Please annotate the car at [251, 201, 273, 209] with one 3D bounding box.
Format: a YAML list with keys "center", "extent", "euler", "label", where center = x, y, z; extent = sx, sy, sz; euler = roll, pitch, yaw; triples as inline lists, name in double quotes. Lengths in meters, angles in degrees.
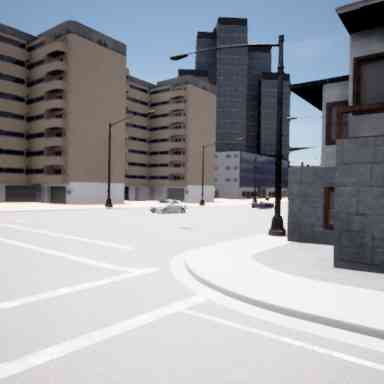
- center: [11.277, 2.072, 53.390]
  extent: [1.895, 1.301, 4.718]
  euler: [2, 0, 37]
  label: "car"

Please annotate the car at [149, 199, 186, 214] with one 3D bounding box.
- center: [-2.441, 1.510, 35.058]
  extent: [1.812, 1.442, 4.674]
  euler: [2, 0, 37]
  label: "car"
